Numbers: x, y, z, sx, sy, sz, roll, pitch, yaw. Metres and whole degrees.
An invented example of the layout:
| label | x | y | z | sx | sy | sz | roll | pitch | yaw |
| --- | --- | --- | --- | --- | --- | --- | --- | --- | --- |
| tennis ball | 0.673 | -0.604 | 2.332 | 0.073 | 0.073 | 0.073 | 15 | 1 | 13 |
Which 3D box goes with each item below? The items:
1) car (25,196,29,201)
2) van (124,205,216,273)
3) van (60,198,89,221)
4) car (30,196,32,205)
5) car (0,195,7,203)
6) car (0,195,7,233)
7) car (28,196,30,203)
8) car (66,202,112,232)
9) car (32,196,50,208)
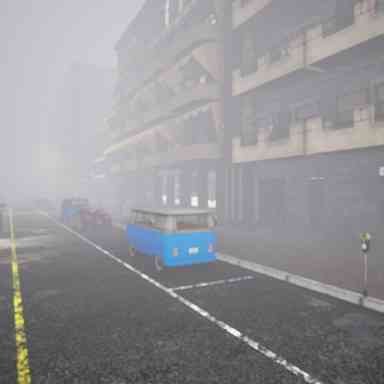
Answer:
| label | x | y | z | sx | sy | sz | roll | pitch | yaw |
| --- | --- | --- | --- | --- | --- | --- | --- | --- | --- |
| car | -32.823 | 1.572 | 68.614 | 1.887 | 1.381 | 4.507 | 0 | 0 | -29 |
| van | -0.852 | 1.336 | 10.561 | 1.690 | 1.788 | 3.998 | 0 | 0 | -29 |
| van | -8.844 | 1.337 | 25.073 | 1.690 | 1.788 | 3.998 | 0 | 0 | -29 |
| car | -24.911 | 1.535 | 54.249 | 1.752 | 1.417 | 4.829 | 0 | 0 | -29 |
| car | -39.256 | 1.365 | 68.509 | 1.882 | 1.535 | 5.008 | 0 | 0 | -29 |
| car | -12.190 | 1.220 | 19.358 | 2.150 | 2.045 | 5.566 | 0 | 0 | -29 |
| car | -27.577 | 1.541 | 59.087 | 1.752 | 1.417 | 4.829 | 0 | 0 | -29 |
| car | -6.180 | 1.539 | 20.236 | 1.887 | 1.381 | 4.507 | 0 | 0 | -29 |
| car | -22.165 | 1.571 | 49.263 | 1.947 | 1.339 | 4.313 | 0 | 0 | -29 |
